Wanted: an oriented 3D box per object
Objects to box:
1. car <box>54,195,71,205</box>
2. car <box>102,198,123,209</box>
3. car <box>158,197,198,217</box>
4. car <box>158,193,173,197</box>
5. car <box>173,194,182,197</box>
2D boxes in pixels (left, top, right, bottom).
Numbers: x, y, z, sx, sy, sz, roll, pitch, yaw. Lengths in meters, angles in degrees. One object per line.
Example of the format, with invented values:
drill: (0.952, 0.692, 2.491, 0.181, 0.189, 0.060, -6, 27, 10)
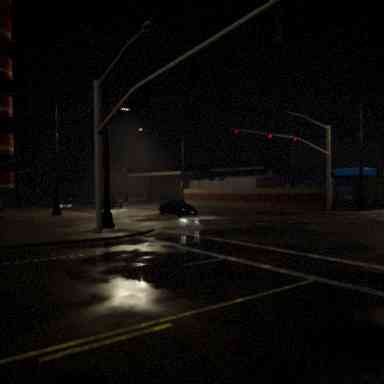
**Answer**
car: (-23.570, 1.337, 60.499, 2.097, 1.767, 4.553, -1, 1, -36)
car: (-10.537, 1.484, 42.814, 1.812, 1.442, 4.674, -1, 0, -37)
car: (-1.357, 1.463, 30.458, 1.812, 1.442, 4.674, -1, 1, -37)
car: (-5.445, 0.964, 75.968, 4.611, 1.667, 2.242, -1, 0, -35)
car: (-1.473, 1.108, 71.747, 3.806, 1.475, 1.970, -1, 0, -35)
